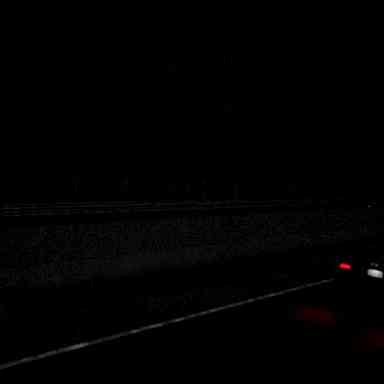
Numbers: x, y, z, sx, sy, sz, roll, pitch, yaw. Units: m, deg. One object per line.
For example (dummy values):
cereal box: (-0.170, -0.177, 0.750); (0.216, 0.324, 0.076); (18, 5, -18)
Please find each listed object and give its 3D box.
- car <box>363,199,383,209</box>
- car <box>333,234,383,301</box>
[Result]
car: (22.939, 1.539, 40.853); (4.181, 1.385, 1.994); (0, 0, -33)
car: (5.425, 1.545, 7.563); (5.357, 1.411, 2.033); (0, 0, -35)
